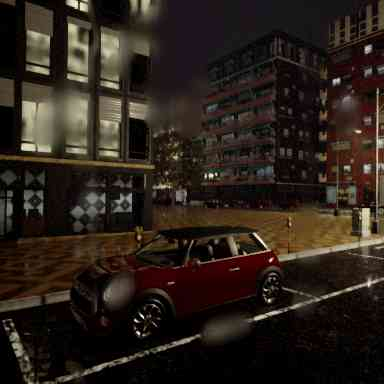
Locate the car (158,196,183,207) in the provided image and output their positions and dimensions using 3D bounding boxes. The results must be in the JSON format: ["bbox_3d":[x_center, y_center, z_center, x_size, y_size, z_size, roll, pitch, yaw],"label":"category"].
[{"bbox_3d":[-3.199,1.733,55.086,1.887,1.381,4.507,1,-1,-35],"label":"car"}]

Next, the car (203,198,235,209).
[{"bbox_3d":[3.331,1.678,45.814,2.008,1.369,4.403,1,-1,-35],"label":"car"}]

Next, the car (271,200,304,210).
[{"bbox_3d":[13.450,1.806,45.997,1.802,1.307,4.206,1,-1,-35],"label":"car"}]

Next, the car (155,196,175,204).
[{"bbox_3d":[-6.139,1.724,73.818,2.192,1.841,5.009,1,-1,-35],"label":"car"}]

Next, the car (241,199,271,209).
[{"bbox_3d":[10.186,1.800,50.635,1.887,1.381,4.507,1,-1,-35],"label":"car"}]

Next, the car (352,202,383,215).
[{"bbox_3d":[19.981,1.730,36.726,1.947,1.339,4.313,1,-1,-35],"label":"car"}]

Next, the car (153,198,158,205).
[{"bbox_3d":[-6.465,1.764,59.723,1.887,1.381,4.507,1,-1,-35],"label":"car"}]

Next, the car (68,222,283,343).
[{"bbox_3d":[-0.185,1.441,6.405,4.097,1.590,1.967,0,1,-35],"label":"car"}]

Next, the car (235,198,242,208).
[{"bbox_3d":[6.921,1.726,55.271,1.967,1.590,4.097,1,-1,-35],"label":"car"}]
